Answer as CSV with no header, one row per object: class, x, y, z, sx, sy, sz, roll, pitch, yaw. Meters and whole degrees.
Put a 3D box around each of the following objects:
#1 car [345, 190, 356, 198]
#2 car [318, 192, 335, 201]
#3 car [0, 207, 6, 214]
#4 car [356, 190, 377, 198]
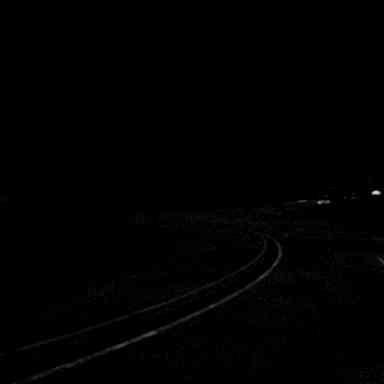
car,38.167,0.392,79.396,2.097,1.767,4.553,-1,1,43
car,27.388,0.814,67.807,2.097,1.767,4.553,-1,1,43
car,-36.311,3.655,62.765,2.002,1.452,4.674,2,-5,-37
car,40.372,0.527,76.993,2.128,1.511,4.902,-1,1,43
